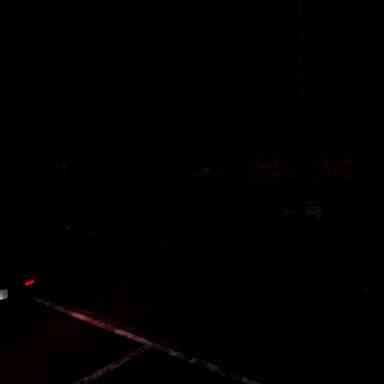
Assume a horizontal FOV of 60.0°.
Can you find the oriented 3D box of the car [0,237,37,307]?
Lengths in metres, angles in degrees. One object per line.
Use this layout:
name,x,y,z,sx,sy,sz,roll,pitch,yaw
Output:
car,-4.799,1.343,6.370,4.674,1.442,1.812,2,1,35
